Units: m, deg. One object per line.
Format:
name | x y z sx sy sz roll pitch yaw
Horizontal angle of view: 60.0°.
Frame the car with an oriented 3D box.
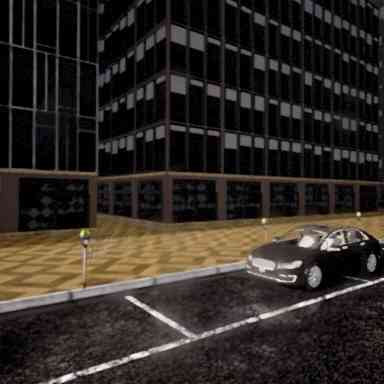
car | 3.412 1.568 8.990 4.403 1.369 2.008 0 0 -35
